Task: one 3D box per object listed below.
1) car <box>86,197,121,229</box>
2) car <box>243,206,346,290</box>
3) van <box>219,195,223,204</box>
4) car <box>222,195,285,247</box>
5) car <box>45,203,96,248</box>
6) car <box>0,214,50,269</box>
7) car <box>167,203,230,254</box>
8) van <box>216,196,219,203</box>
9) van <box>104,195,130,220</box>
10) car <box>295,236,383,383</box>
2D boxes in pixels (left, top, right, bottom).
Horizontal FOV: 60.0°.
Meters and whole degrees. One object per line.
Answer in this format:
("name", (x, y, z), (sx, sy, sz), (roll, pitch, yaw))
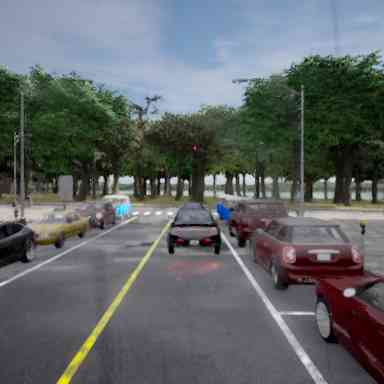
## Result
("car", (-5.775, 1.287, 19.770), (1.967, 1.590, 4.097), (0, 0, 0))
("car", (2.757, 1.368, 8.900), (1.967, 1.590, 4.097), (0, 0, 0))
("van", (2.750, 1.185, 19.774), (1.690, 1.788, 3.998), (0, 0, 0))
("car", (2.753, 1.200, 14.337), (2.192, 1.841, 5.009), (0, 0, 0))
("car", (-5.772, 1.416, 14.164), (1.752, 1.417, 4.829), (0, 0, 0))
("car", (-5.768, 1.497, 8.896), (1.947, 1.339, 4.313), (0, 0, 0))
("car", (0.078, 1.387, 13.001), (2.128, 1.511, 4.902), (0, 0, 0))
("van", (2.747, 1.143, 25.212), (1.690, 1.788, 3.998), (0, 0, 0))
("van", (-5.779, 1.146, 25.207), (1.690, 1.788, 3.998), (0, 0, 0))
("car", (2.760, 1.515, 3.464), (1.887, 1.381, 4.507), (0, 0, 0))
